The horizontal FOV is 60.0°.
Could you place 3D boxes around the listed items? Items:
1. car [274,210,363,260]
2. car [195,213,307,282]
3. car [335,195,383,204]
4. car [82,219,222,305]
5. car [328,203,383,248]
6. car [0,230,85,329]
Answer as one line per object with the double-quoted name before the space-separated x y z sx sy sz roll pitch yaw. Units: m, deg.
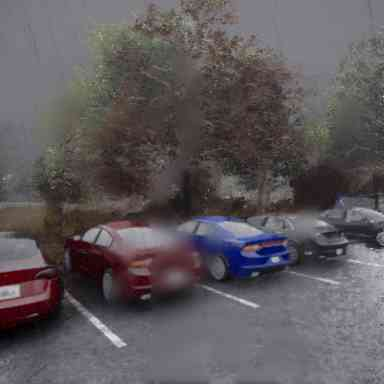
"car" 2.873 1.465 11.612 2.231 1.521 4.892 0 0 -35
"car" 0.572 1.469 9.975 2.097 1.535 5.008 0 0 -35
"car" 9.686 1.192 16.432 2.435 2.045 5.566 0 0 -35
"car" -1.730 1.474 8.339 2.097 1.535 5.008 0 0 -35
"car" 7.466 1.452 14.896 2.231 1.521 4.892 0 0 -35
"car" -4.051 1.509 6.731 2.163 1.488 4.792 0 0 -35
